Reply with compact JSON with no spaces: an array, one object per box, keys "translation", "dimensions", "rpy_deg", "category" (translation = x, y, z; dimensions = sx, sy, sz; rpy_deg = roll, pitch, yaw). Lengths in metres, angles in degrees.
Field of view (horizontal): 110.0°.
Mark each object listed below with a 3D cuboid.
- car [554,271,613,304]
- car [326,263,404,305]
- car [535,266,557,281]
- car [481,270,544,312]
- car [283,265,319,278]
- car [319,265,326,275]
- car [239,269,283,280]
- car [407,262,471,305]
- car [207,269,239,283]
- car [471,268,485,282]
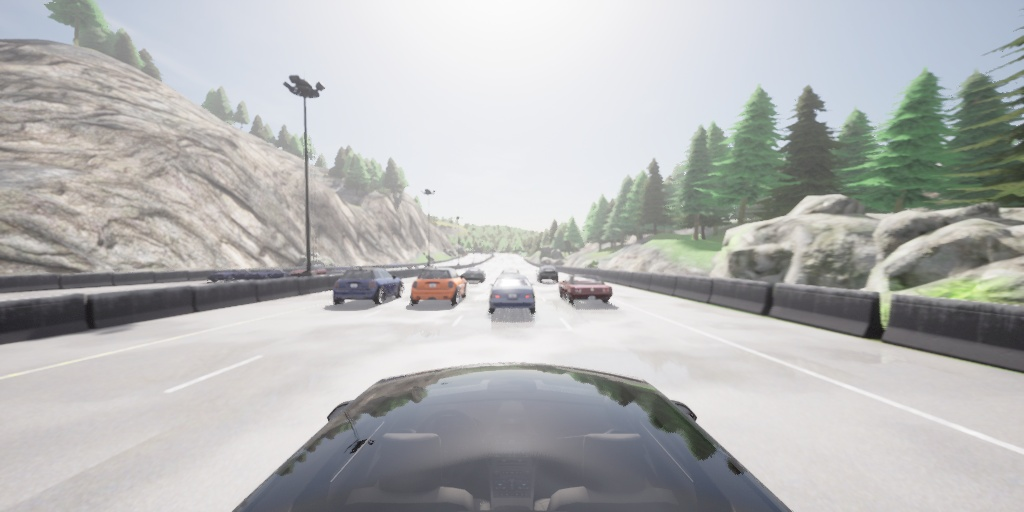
[{"translation":[3.489,1.584,17.938],"dimensions":[1.895,1.301,4.718],"rpy_deg":[0,-1,0],"category":"car"},{"translation":[-7.015,1.371,18.013],"dimensions":[2.097,1.767,4.553],"rpy_deg":[0,-1,0],"category":"car"},{"translation":[3.367,1.737,34.530],"dimensions":[1.837,1.490,4.892],"rpy_deg":[0,-1,0],"category":"car"},{"translation":[0.004,1.502,15.249],"dimensions":[2.033,1.411,5.357],"rpy_deg":[0,-1,0],"category":"car"},{"translation":[-21.346,1.714,37.714],"dimensions":[2.097,1.767,4.553],"rpy_deg":[0,-1,0],"category":"car"},{"translation":[-17.847,1.846,37.991],"dimensions":[2.128,1.511,4.902],"rpy_deg":[0,-1,0],"category":"car"},{"translation":[-24.839,1.957,36.576],"dimensions":[1.895,1.301,4.718],"rpy_deg":[0,-1,0],"category":"car"},{"translation":[-3.514,1.358,17.952],"dimensions":[2.097,1.767,4.553],"rpy_deg":[0,-1,0],"category":"car"},{"translation":[-28.338,1.968,36.529],"dimensions":[1.895,1.301,4.718],"rpy_deg":[0,-1,0],"category":"car"},{"translation":[-3.636,1.826,34.966],"dimensions":[1.994,1.385,4.181],"rpy_deg":[0,-1,0],"category":"car"}]
